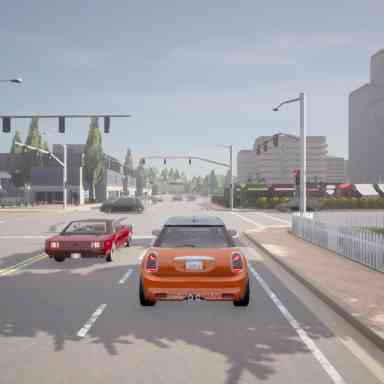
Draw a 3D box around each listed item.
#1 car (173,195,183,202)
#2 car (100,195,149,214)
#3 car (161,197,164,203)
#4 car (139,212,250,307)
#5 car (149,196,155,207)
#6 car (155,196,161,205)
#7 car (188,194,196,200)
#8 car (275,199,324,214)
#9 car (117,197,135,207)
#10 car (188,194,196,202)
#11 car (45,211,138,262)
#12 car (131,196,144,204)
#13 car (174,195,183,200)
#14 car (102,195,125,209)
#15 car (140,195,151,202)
[{"bbox_3d":[-3.546,1.513,77.820,1.812,1.442,4.674,0,0,0],"label":"car"},{"bbox_3d":[-7.158,1.351,34.605,4.553,1.767,2.097,0,0,-1],"label":"car"},{"bbox_3d":[-7.041,1.595,69.411,1.895,1.301,4.718,0,0,0],"label":"car"},{"bbox_3d":[0.059,1.352,8.167,2.097,1.767,4.553,0,0,0],"label":"car"},{"bbox_3d":[-7.115,1.526,50.226,1.812,1.442,4.674,0,0,0],"label":"car"},{"bbox_3d":[-7.107,1.505,59.332,1.837,1.490,4.892,0,0,0],"label":"car"},{"bbox_3d":[-0.052,1.398,87.778,2.128,1.511,4.902,0,0,0],"label":"car"},{"bbox_3d":[11.249,1.489,34.829,4.902,1.511,2.128,0,0,-1],"label":"car"},{"bbox_3d":[-10.622,1.564,53.803,1.994,1.385,4.181,0,0,0],"label":"car"},{"bbox_3d":[-0.046,1.531,77.503,2.033,1.411,5.357,0,0,0],"label":"car"},{"bbox_3d":[-3.423,1.601,12.061,1.895,1.301,4.718,0,0,0],"label":"car"},{"bbox_3d":[-10.581,1.564,64.849,1.994,1.385,4.181,0,0,0],"label":"car"},{"bbox_3d":[-3.552,1.425,87.774,1.994,1.385,4.181,0,0,0],"label":"car"},{"bbox_3d":[-10.620,1.352,45.192,2.097,1.767,4.553,0,0,0],"label":"car"},{"bbox_3d":[-10.545,1.500,76.092,1.837,1.490,4.892,0,0,0],"label":"car"}]
